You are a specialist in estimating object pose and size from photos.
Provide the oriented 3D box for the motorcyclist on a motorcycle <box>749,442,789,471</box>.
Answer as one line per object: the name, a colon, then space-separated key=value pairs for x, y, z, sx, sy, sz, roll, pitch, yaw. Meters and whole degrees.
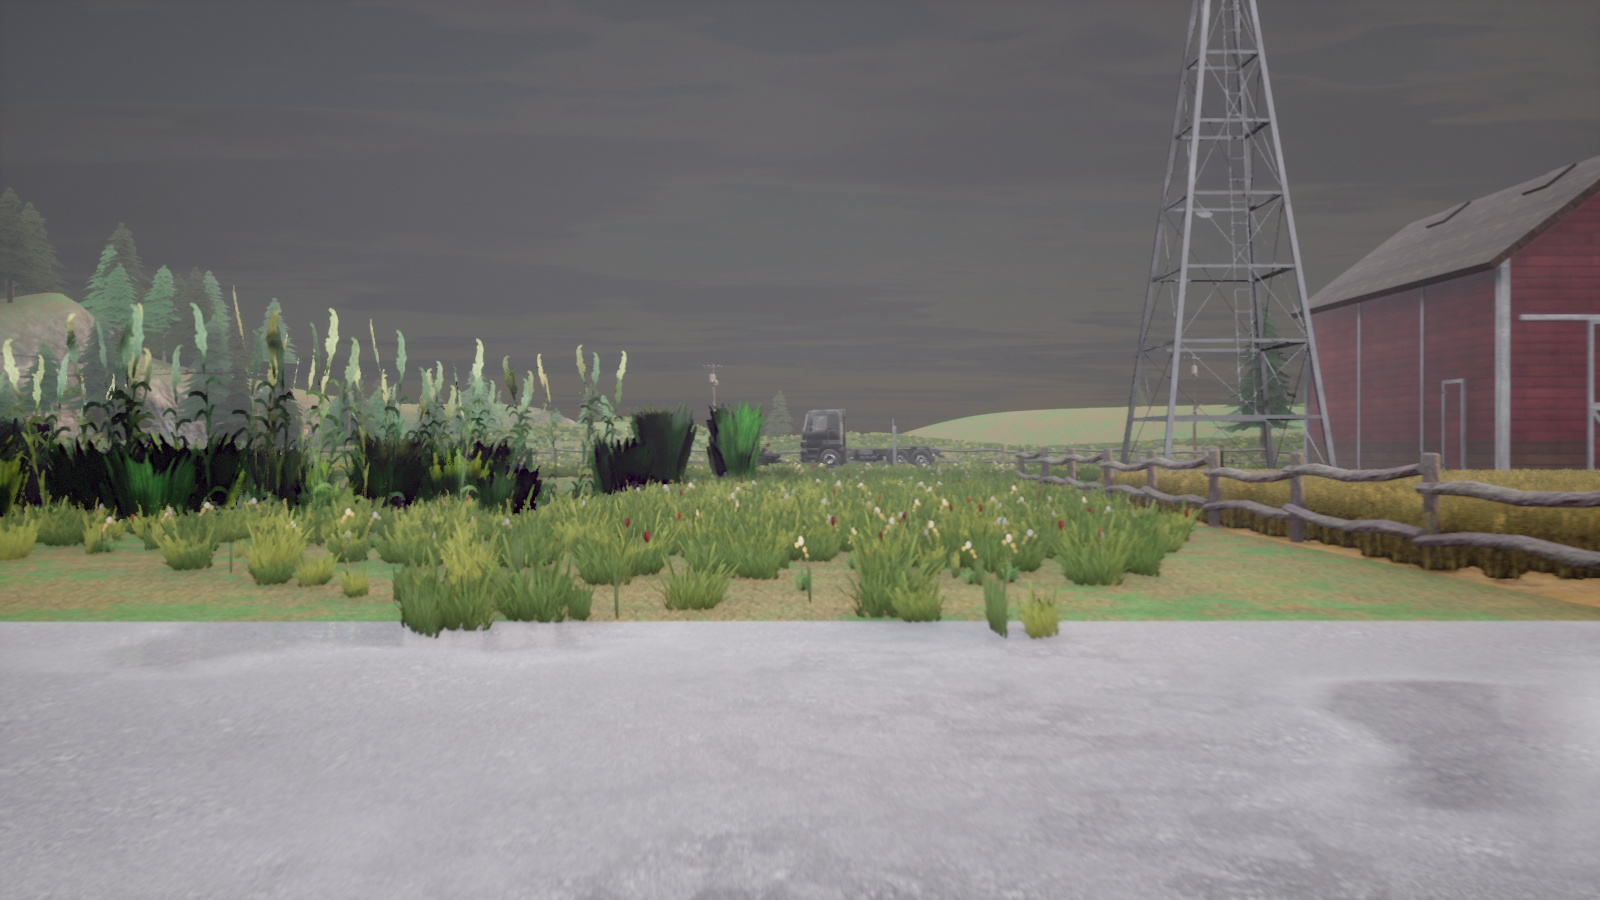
motorcyclist on a motorcycle: x=-1.639 y=0.356 z=67.263 sx=2.044 sy=1.523 sz=0.797 roll=0 pitch=0 yaw=6

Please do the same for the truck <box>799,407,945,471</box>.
truck: x=4.052 y=-0.621 z=69.873 sx=7.936 sy=3.462 sz=2.891 roll=0 pitch=0 yaw=6
